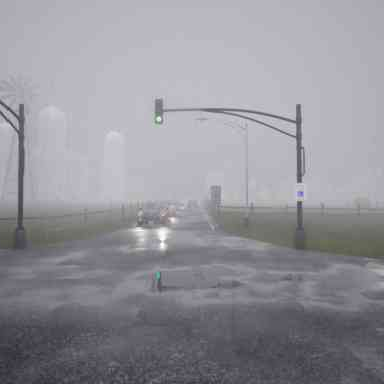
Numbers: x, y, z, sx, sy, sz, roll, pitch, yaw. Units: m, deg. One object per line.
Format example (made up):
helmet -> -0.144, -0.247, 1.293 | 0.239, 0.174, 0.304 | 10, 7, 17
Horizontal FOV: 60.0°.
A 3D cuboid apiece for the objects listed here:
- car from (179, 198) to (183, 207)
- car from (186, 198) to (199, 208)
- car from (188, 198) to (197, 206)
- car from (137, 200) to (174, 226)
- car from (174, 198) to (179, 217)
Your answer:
car -> -2.754, 1.901, 45.606 | 2.033, 1.411, 5.357 | 0, 0, 0
car -> 0.114, 1.920, 56.834 | 2.128, 1.511, 4.902 | 0, 0, 0
car -> 0.141, 2.016, 67.255 | 1.837, 1.490, 4.892 | 0, 0, 0
car -> -2.829, 1.557, 25.485 | 2.097, 1.767, 4.553 | 0, 0, 1
car -> -2.780, 1.627, 35.061 | 2.097, 1.767, 4.553 | 0, 0, 0
